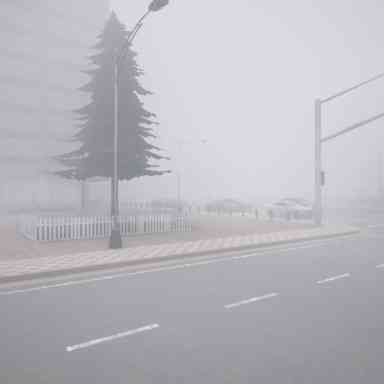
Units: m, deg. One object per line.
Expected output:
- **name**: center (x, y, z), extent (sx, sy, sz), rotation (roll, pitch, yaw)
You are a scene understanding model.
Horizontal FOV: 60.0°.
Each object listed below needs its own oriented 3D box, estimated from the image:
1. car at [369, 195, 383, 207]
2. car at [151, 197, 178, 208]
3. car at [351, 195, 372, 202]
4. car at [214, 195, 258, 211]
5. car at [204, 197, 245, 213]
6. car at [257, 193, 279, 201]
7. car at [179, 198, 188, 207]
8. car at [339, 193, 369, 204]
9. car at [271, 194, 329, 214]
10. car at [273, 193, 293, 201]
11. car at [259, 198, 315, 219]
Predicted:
- **car**: center (27.334, 1.153, 45.441), extent (1.932, 1.855, 4.605), rotation (0, 0, -36)
- **car**: center (-4.136, 1.563, 47.037), extent (1.994, 1.385, 4.181), rotation (0, 0, -36)
- **car**: center (37.899, 1.364, 74.378), extent (1.784, 1.438, 3.905), rotation (0, 0, -36)
- **car**: center (5.174, 1.478, 40.048), extent (1.882, 1.535, 5.008), rotation (0, 0, -36)
- **car**: center (3.395, 1.564, 36.523), extent (1.994, 1.385, 4.181), rotation (0, 0, -36)
- **car**: center (17.728, 1.395, 78.519), extent (1.970, 1.475, 3.806), rotation (0, 0, -36)
- **car**: center (-2.512, 1.527, 50.791), extent (1.812, 1.442, 4.674), rotation (0, 1, -35)
- **car**: center (35.502, 1.153, 72.750), extent (1.932, 1.855, 4.605), rotation (0, 0, -36)
- **car**: center (10.500, 1.352, 32.627), extent (2.097, 1.767, 4.553), rotation (0, 0, -36)
- **car**: center (22.243, 1.153, 81.796), extent (1.932, 1.855, 4.605), rotation (0, 0, -36)
- **car**: center (8.519, 1.526, 29.422), extent (1.812, 1.442, 4.674), rotation (0, 0, -34)
